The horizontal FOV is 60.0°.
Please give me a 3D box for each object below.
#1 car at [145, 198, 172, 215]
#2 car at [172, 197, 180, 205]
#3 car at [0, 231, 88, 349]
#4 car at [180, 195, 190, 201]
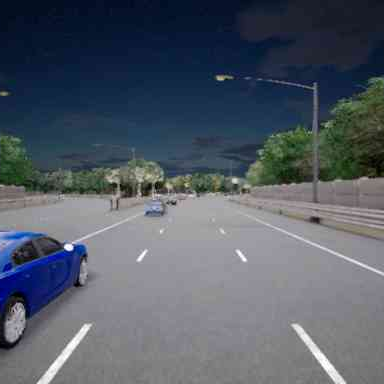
[{"bbox_3d":[-3.511,1.552,33.467,2.033,1.411,5.357,0,0,0],"label":"car"},{"bbox_3d":[-3.516,1.615,57.277,1.895,1.301,4.718,0,0,0],"label":"car"},{"bbox_3d":[-3.503,1.476,6.279,1.882,1.535,5.008,0,0,0],"label":"car"},{"bbox_3d":[-2.430,1.581,90.390,2.033,1.411,5.357,0,0,5],"label":"car"}]
